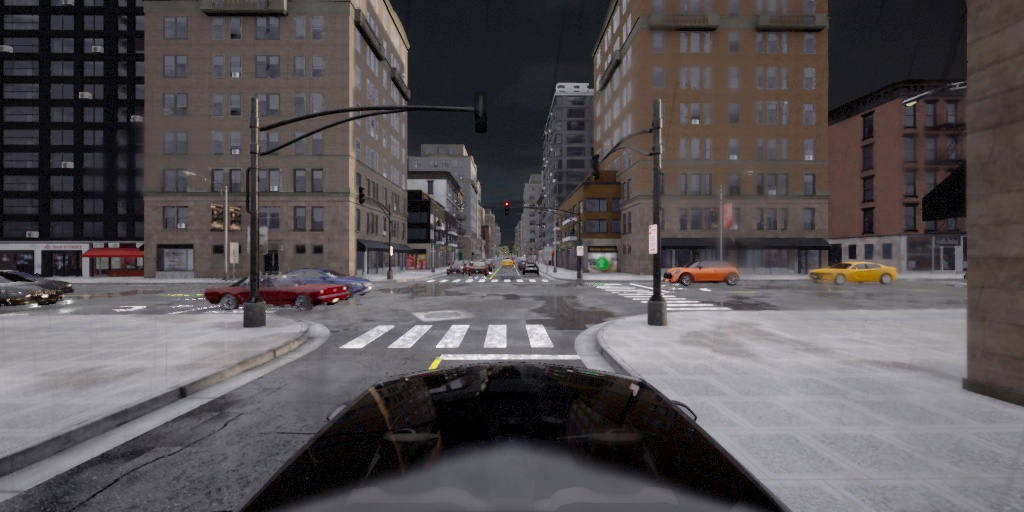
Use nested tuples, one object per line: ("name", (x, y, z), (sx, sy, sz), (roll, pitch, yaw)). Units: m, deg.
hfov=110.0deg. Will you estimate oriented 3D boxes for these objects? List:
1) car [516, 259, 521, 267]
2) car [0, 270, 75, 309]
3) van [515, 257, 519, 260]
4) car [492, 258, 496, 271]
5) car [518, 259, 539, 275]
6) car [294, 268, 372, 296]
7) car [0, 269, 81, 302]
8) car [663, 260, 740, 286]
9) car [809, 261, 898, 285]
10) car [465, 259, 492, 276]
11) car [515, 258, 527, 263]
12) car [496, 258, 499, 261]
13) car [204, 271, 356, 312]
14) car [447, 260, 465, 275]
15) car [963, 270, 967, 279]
("car", (1.928, 1.391, 50.677), (1.802, 1.307, 4.207), (0, 0, 0))
("car", (-20.565, 1.321, 13.898), (4.892, 1.490, 1.837), (0, 0, -1))
("van", (1.846, 1.173, 61.698), (1.690, 1.789, 3.998), (0, 0, 0))
("car", (-3.533, 1.308, 47.384), (1.837, 1.490, 4.892), (0, 0, 0))
("car", (2.010, 1.355, 39.655), (1.948, 1.339, 4.313), (0, 0, 0))
("car", (-9.199, 1.303, 17.280), (4.674, 1.442, 1.812), (0, 0, -1))
("car", (-24.507, 1.385, 17.098), (5.357, 1.411, 2.033), (0, 0, -1))
("car", (12.692, 1.054, 24.263), (4.553, 1.767, 2.097), (0, 0, -1))
("car", (23.111, 1.136, 24.397), (5.008, 1.535, 1.882), (0, 0, -1))
("car", (-3.464, 1.265, 37.790), (1.882, 1.535, 5.008), (0, 0, 0))
("car", (1.887, 1.386, 56.188), (1.948, 1.339, 4.313), (0, 0, 0))
("car", (-3.598, 1.424, 57.524), (1.895, 1.301, 4.718), (0, 0, 0))
("car", (-8.859, 1.370, 13.761), (4.718, 1.301, 1.895), (0, 0, 6))
("car", (-6.015, 1.229, 39.596), (1.967, 1.591, 4.097), (0, 0, 0))
("car", (34.021, 1.118, 24.524), (4.892, 1.490, 1.837), (0, 0, -1))
